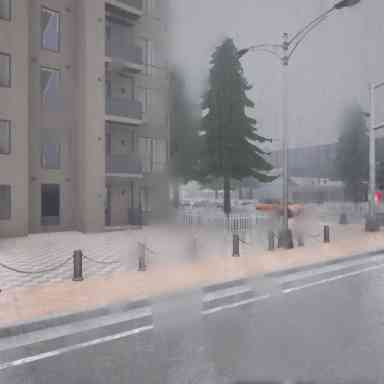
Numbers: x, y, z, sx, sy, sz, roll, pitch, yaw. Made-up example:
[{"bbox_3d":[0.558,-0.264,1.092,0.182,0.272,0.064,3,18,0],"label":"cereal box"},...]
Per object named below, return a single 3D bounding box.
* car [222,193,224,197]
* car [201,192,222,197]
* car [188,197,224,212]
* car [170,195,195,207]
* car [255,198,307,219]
[{"bbox_3d":[7.475,1.090,94.733,1.905,1.878,3.866,0,0,-37],"label":"car"},{"bbox_3d":[5.388,1.111,92.669,1.932,1.855,4.605,0,0,-37],"label":"car"},{"bbox_3d":[1.828,1.578,37.589,1.994,1.385,4.181,0,0,-37],"label":"car"},{"bbox_3d":[-2.311,1.562,49.142,2.033,1.411,5.357,0,0,-37],"label":"car"},{"bbox_3d":[7.872,1.367,29.600,2.097,1.767,4.553,0,0,-37],"label":"car"}]
